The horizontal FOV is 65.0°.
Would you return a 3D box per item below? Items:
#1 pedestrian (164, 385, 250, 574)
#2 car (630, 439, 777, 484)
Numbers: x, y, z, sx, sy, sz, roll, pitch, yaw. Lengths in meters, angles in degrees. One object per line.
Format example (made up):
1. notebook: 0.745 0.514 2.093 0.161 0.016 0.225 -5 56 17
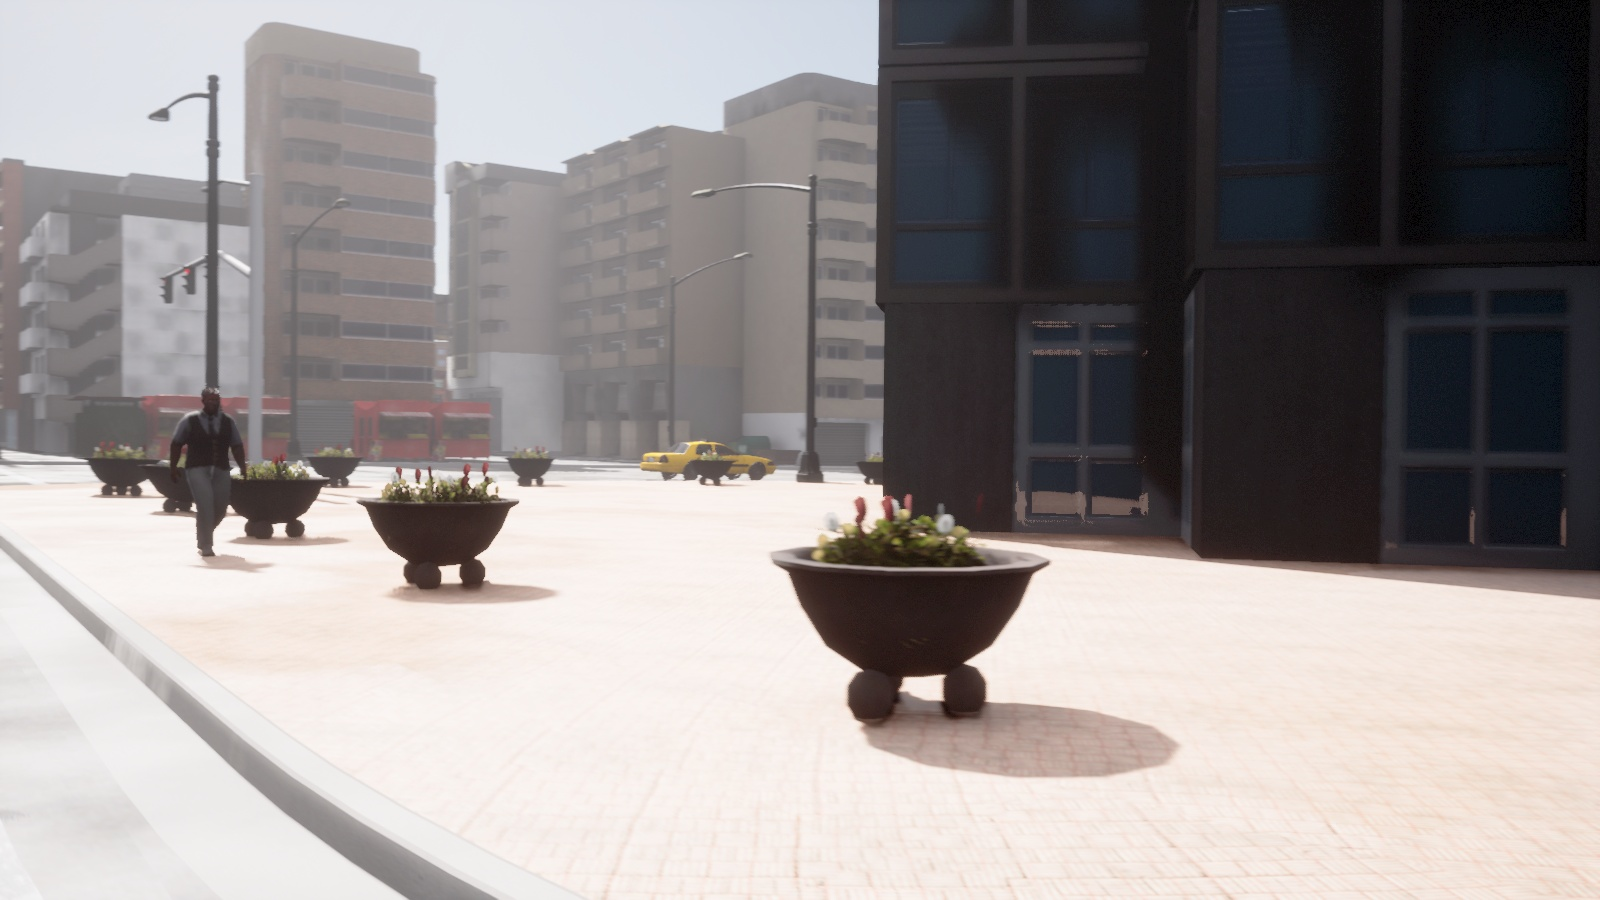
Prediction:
1. pedestrian: -6.129 0.289 12.964 0.563 1.883 0.849 -1 1 -42
2. car: -3.575 0.408 47.177 5.366 1.575 1.801 0 0 -37
